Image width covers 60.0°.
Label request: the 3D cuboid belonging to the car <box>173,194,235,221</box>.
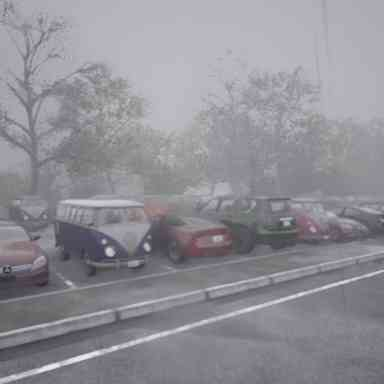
[{"bbox_3d":[0.897,1.239,28.911,2.435,2.045,5.566,1,0,-35],"label":"car"}]

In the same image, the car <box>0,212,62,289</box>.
[{"bbox_3d":[-5.082,1.499,8.623,2.002,1.452,4.674,0,0,-35],"label":"car"}]

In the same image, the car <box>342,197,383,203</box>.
[{"bbox_3d":[10.745,1.391,19.865,2.185,1.767,4.553,1,0,-35],"label":"car"}]

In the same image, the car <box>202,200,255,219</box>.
[{"bbox_3d":[3.239,1.517,30.609,2.097,1.535,5.008,1,0,-35],"label":"car"}]

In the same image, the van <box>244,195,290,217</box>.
[{"bbox_3d":[7.579,1.340,33.853,1.878,1.987,4.442,1,0,-35],"label":"van"}]

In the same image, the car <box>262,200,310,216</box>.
[{"bbox_3d":[9.899,1.631,35.367,2.002,1.452,4.674,1,0,-35],"label":"car"}]

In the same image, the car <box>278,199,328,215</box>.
[{"bbox_3d":[12.261,1.617,37.041,2.097,1.535,5.008,1,0,-35],"label":"car"}]

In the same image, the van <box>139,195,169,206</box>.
[{"bbox_3d":[-3.597,1.216,25.885,1.878,1.987,4.442,1,0,-35],"label":"van"}]

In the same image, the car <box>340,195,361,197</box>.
[{"bbox_3d":[16.788,1.416,40.241,2.435,2.045,5.566,1,0,-35],"label":"car"}]

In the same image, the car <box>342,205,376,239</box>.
[{"bbox_3d":[6.203,1.507,16.669,2.002,1.452,4.674,1,0,-35],"label":"car"}]

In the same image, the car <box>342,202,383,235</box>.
[{"bbox_3d":[8.469,1.491,18.274,2.097,1.535,5.008,1,0,-35],"label":"car"}]

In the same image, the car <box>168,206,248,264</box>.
[{"bbox_3d":[-0.572,1.450,11.871,2.163,1.488,4.792,0,0,-35],"label":"car"}]

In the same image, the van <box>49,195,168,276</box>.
[{"bbox_3d":[-2.754,1.214,10.136,1.878,1.987,4.442,0,0,-35],"label":"van"}]

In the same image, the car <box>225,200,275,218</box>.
[{"bbox_3d":[5.493,1.582,32.220,2.002,1.452,4.674,1,0,-35],"label":"car"}]

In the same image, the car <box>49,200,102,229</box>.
[{"bbox_3d":[-8.029,1.418,22.588,2.097,1.535,5.008,0,0,-35],"label":"car"}]

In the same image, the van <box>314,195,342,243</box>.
[{"bbox_3d":[4.014,1.215,14.961,1.878,1.987,4.442,1,0,-35],"label":"van"}]

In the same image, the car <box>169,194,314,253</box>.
[{"bbox_3d":[1.670,1.165,13.468,2.435,2.045,5.566,1,0,-35],"label":"car"}]

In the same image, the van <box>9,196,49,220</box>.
[{"bbox_3d":[-10.215,1.212,20.880,1.878,1.987,4.442,0,0,-35],"label":"van"}]

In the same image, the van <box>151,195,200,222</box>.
[{"bbox_3d":[-1.444,1.240,27.421,1.878,1.987,4.442,1,0,-35],"label":"van"}]
